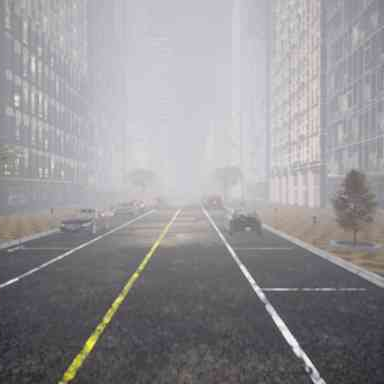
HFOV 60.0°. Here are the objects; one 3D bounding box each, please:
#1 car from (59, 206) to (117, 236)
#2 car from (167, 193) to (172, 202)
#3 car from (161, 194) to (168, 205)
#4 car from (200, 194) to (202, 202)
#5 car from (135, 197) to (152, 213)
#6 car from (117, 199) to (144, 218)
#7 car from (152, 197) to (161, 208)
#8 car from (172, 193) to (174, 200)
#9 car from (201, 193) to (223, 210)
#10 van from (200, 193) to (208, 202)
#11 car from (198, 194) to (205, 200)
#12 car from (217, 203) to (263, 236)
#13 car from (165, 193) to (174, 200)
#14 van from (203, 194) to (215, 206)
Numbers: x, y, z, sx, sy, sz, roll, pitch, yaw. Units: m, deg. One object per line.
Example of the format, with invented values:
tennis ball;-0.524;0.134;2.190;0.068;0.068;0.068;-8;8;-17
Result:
car;-5.713;1.523;18.054;2.008;1.369;4.403;-1;0;0
car;-5.760;1.434;69.207;2.008;1.369;4.403;-1;0;0
car;-5.749;1.470;57.840;1.947;1.339;4.313;-1;0;0
car;2.639;1.237;46.481;2.192;1.841;5.009;-1;0;0
car;-5.729;1.384;35.105;1.967;1.590;4.097;-1;0;0
car;-5.723;1.535;29.421;1.802;1.307;4.206;-1;0;0
car;-5.739;1.450;46.303;1.752;1.417;4.829;-1;0;0
car;-5.771;1.302;80.574;1.967;1.590;4.097;-1;0;0
car;2.644;1.246;40.796;2.192;1.841;5.009;-1;0;0
van;2.613;1.212;74.898;1.690;1.788;3.998;-1;0;0
car;2.600;1.389;91.950;2.008;1.369;4.403;-1;0;0
car;2.668;1.520;18.062;2.008;1.369;4.403;-1;0;0
car;-5.778;1.167;86.258;2.192;1.841;5.009;-1;0;0
van;2.635;1.253;52.164;1.690;1.788;3.998;-1;0;0
